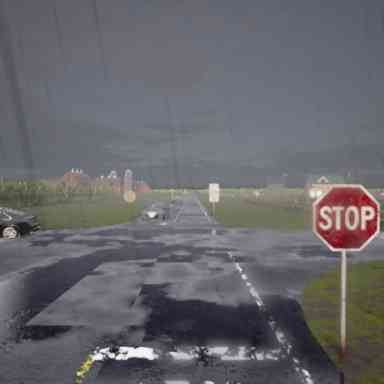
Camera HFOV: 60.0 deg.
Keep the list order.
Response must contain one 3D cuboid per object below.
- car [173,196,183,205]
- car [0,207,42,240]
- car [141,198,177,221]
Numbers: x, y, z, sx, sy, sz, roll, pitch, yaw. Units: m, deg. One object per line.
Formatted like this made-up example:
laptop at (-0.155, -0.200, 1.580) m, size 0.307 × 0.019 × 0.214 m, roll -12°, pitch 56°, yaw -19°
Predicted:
car at (-2.702, 1.399, 60.688) m, size 1.882 × 1.535 × 5.008 m, roll 0°, pitch 0°, yaw 0°
car at (-10.033, 1.536, 16.274) m, size 4.892 × 1.490 × 1.837 m, roll 0°, pitch 7°, yaw -8°
car at (-2.807, 1.500, 27.087) m, size 2.128 × 1.511 × 4.902 m, roll 0°, pitch 0°, yaw 4°
